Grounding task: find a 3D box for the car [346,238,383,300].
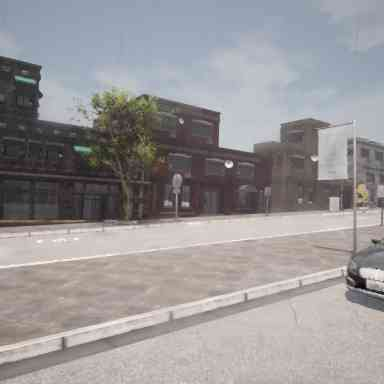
[{"bbox_3d":[5.516,1.499,7.589,4.902,1.511,2.128,0,0,-33],"label":"car"}]
